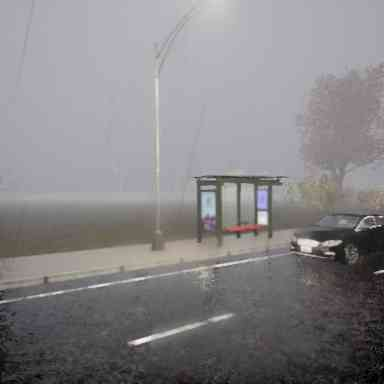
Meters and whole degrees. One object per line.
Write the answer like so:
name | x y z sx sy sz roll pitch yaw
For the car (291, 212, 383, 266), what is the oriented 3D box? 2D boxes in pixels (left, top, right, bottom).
car | 5.482 1.483 11.582 4.902 1.511 2.128 0 0 -35
